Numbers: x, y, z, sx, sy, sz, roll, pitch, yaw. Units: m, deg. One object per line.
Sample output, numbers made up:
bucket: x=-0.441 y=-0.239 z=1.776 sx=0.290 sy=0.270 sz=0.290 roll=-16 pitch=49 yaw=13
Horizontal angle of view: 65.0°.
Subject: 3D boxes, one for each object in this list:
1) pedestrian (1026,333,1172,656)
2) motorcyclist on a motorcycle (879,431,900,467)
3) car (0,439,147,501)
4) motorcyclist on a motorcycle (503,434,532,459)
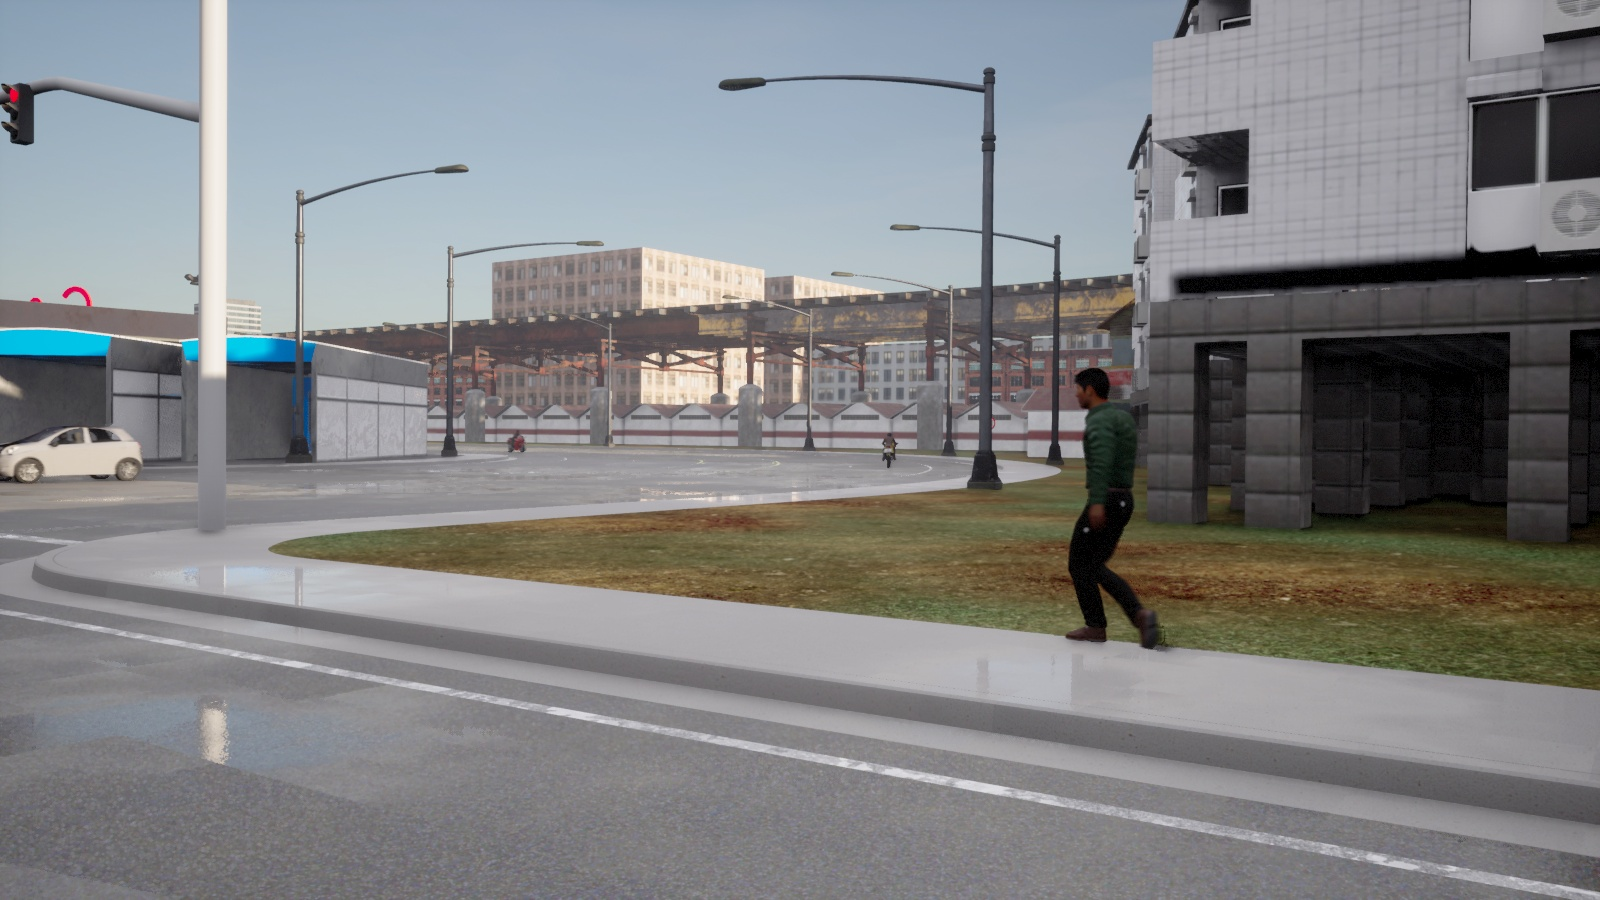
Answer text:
pedestrian: x=1.902 y=0.266 z=8.001 sx=0.788 sy=1.949 sz=0.423 roll=0 pitch=1 yaw=41
motorcyclist on a motorcycle: x=3.852 y=-0.060 z=54.097 sx=0.797 sy=1.523 sz=2.044 roll=-1 pitch=1 yaw=6
car: x=-19.450 y=0.471 z=32.973 sx=1.845 sy=1.501 sz=3.633 roll=0 pitch=1 yaw=34
motorcyclist on a motorcycle: x=-18.204 y=-0.227 z=80.934 sx=0.797 sy=1.523 sz=2.044 roll=-2 pitch=2 yaw=-44
